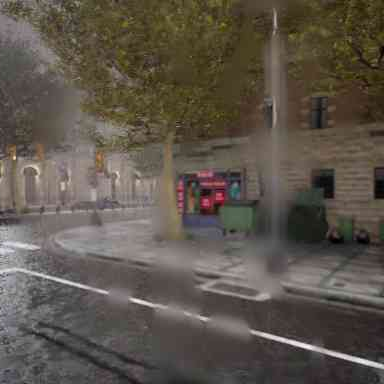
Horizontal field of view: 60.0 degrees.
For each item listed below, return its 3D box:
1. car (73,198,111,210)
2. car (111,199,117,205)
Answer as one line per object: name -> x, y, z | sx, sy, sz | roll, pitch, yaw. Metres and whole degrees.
car -> -12.503, 1.490, 40.661 | 1.994, 1.385, 4.181 | 0, 0, 36
car -> -13.675, 1.506, 50.404 | 1.895, 1.301, 4.718 | 0, 0, 36
